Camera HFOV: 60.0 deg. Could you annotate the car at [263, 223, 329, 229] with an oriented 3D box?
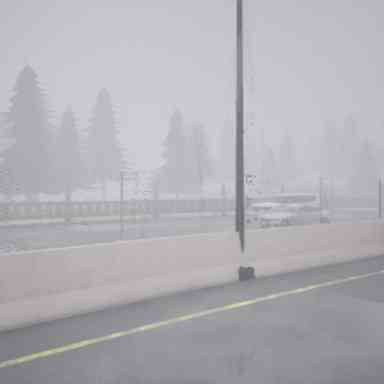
[{"bbox_3d":[6.047,1.441,19.415,4.674,1.442,1.812,0,0,-26],"label":"car"}]
